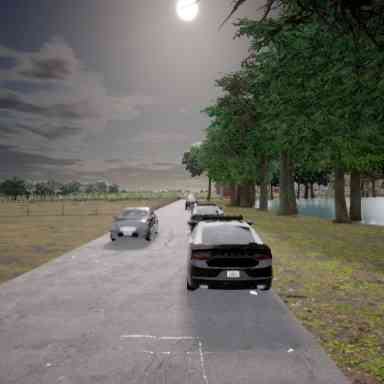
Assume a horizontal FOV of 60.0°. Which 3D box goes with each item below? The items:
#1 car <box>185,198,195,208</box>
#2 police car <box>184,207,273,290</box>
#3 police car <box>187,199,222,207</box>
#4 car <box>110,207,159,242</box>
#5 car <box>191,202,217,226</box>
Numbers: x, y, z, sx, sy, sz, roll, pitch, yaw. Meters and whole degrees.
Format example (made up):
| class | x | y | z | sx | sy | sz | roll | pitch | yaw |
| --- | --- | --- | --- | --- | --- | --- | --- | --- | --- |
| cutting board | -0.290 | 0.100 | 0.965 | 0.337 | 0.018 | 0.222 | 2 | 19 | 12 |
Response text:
| class | x | y | z | sx | sy | sz | roll | pitch | yaw |
| --- | --- | --- | --- | --- | --- | --- | --- | --- | --- |
| car | 0.011 | 1.638 | 47.644 | 1.882 | 1.535 | 5.008 | 0 | 0 | 1 |
| police car | 0.822 | 1.435 | 9.214 | 1.930 | 1.638 | 5.238 | 0 | 0 | 0 |
| police car | 0.819 | 1.459 | 19.215 | 1.930 | 1.638 | 5.238 | 0 | 0 | 0 |
| car | -2.753 | 1.518 | 16.684 | 2.128 | 1.511 | 4.902 | 0 | 0 | 0 |
| car | 0.817 | 1.557 | 25.105 | 1.837 | 1.490 | 4.892 | 0 | 0 | 0 |
